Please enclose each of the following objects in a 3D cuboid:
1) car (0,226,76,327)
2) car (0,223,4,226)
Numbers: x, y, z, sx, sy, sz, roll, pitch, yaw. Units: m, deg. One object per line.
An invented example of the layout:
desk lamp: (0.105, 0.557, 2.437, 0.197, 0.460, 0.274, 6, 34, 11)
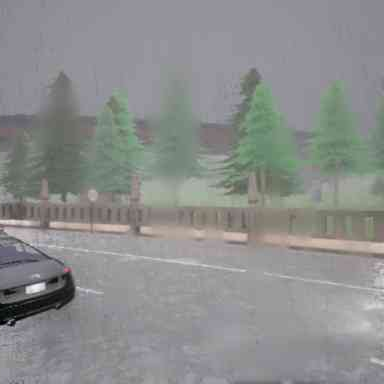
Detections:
car: (-4.268, 1.549, 6.500, 4.181, 1.385, 1.994, 0, 0, 31)
car: (-10.050, 1.524, 13.790, 5.357, 1.411, 2.033, 0, 0, 27)
